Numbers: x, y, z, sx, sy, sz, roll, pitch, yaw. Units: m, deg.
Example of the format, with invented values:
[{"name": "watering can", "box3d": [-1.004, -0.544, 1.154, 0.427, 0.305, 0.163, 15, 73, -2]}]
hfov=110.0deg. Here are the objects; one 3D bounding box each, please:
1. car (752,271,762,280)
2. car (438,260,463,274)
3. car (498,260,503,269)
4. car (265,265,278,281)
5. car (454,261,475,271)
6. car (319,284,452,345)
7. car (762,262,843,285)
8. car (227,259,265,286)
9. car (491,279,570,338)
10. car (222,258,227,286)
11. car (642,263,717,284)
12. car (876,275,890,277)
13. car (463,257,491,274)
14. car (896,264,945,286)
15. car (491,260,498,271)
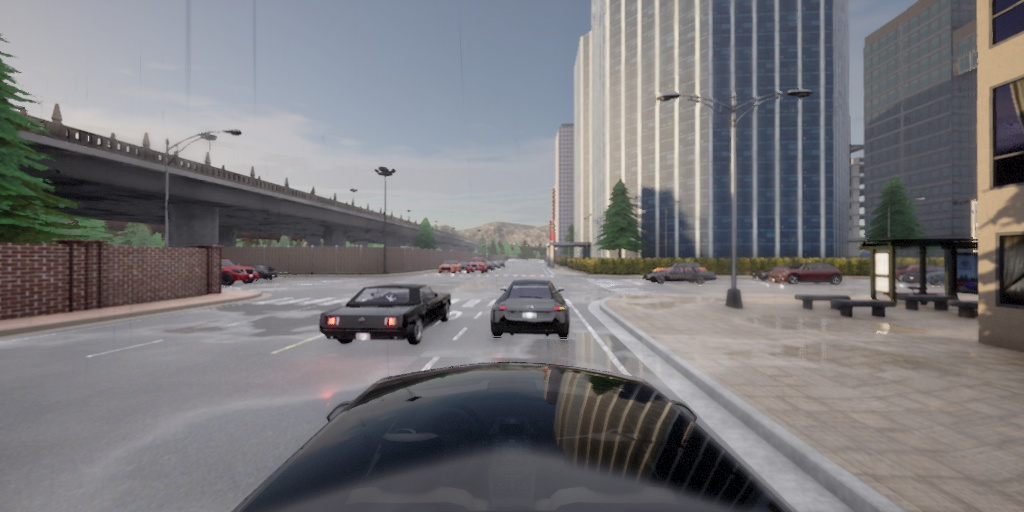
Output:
[{"name": "car", "box3d": [24.212, 1.520, 31.345, 5.357, 1.411, 2.033, 0, 0, 4]}, {"name": "car", "box3d": [-7.945, 1.326, 46.101, 2.097, 1.767, 4.553, 0, 0, 4]}, {"name": "car", "box3d": [-3.162, 1.602, 65.370, 1.812, 1.442, 4.674, 0, 0, 4]}, {"name": "car", "box3d": [-22.834, 1.447, 30.841, 4.892, 1.490, 1.837, 0, 0, 4]}, {"name": "car", "box3d": [-7.311, 1.570, 55.546, 2.033, 1.411, 5.357, 0, 0, 5]}, {"name": "car", "box3d": [-2.964, 1.390, 9.639, 1.895, 1.301, 4.718, 0, 0, 3]}, {"name": "car", "box3d": [22.712, 1.306, 27.935, 4.553, 1.767, 2.097, 0, 0, 4]}, {"name": "car", "box3d": [-22.377, 1.145, 27.127, 5.566, 2.045, 2.150, 0, 0, 3]}, {"name": "car", "box3d": [0.573, 1.359, 10.378, 1.994, 1.385, 4.181, 0, 0, 5]}, {"name": "car", "box3d": [-22.481, 1.127, 23.620, 5.566, 2.045, 2.150, 0, 0, 4]}, {"name": "car", "box3d": [13.252, 1.499, 28.545, 5.357, 1.411, 2.033, 0, 0, 4]}, {"name": "car", "box3d": [34.218, 1.453, 30.680, 5.008, 1.535, 1.882, 0, 0, 4]}, {"name": "car", "box3d": [-4.412, 1.197, 46.091, 2.150, 2.045, 5.566, 0, 0, 4]}, {"name": "car", "box3d": [32.559, 1.520, 27.285, 4.181, 1.385, 1.994, 0, 0, 4]}, {"name": "car", "box3d": [-3.782, 1.505, 56.071, 1.882, 1.535, 5.008, 0, 0, 4]}]
